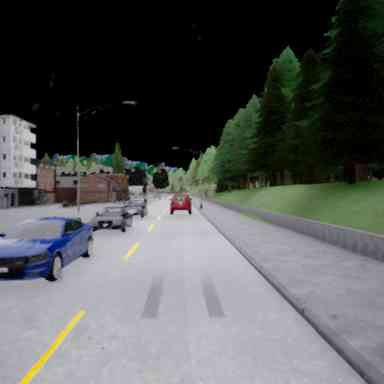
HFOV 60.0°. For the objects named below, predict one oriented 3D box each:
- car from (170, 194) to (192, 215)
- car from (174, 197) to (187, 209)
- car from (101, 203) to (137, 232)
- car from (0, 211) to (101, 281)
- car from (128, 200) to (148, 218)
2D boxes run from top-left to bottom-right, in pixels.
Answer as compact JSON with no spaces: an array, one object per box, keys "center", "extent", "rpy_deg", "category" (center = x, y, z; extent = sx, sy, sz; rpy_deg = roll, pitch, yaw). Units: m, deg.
[{"center":[-1.144,1.235,34.666],"extent":[2.150,2.045,5.566],"rpy_deg":[0,0,-2],"category":"car"},{"center":[-1.625,1.496,47.908],"extent":[1.882,1.535,5.008],"rpy_deg":[0,0,-1],"category":"car"},{"center":[-4.766,1.606,20.067],"extent":[1.994,1.385,4.181],"rpy_deg":[0,0,-2],"category":"car"},{"center":[-4.417,1.516,10.095],"extent":[1.882,1.535,5.008],"rpy_deg":[0,0,-2],"category":"car"},{"center":[-5.114,1.537,30.421],"extent":[2.128,1.511,4.902],"rpy_deg":[0,0,-2],"category":"car"}]
